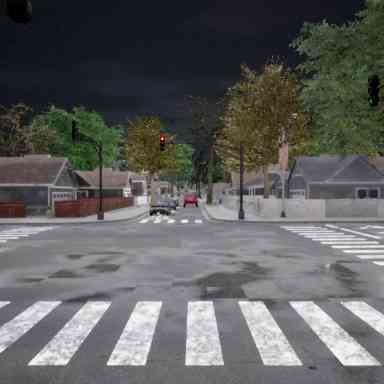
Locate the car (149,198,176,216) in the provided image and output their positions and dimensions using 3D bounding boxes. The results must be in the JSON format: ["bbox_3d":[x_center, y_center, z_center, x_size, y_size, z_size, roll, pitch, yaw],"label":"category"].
[{"bbox_3d":[-3.028,1.567,32.957,2.033,1.411,5.357,0,0,0],"label":"car"}]

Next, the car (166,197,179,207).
[{"bbox_3d":[-3.027,1.568,53.096,1.812,1.442,4.674,0,0,0],"label":"car"}]

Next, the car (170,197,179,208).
[{"bbox_3d":[-3.008,1.594,42.846,1.994,1.385,4.181,0,0,0],"label":"car"}]

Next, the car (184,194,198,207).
[{"bbox_3d":[-0.180,1.265,53.691,2.150,2.045,5.566,0,0,0],"label":"car"}]
